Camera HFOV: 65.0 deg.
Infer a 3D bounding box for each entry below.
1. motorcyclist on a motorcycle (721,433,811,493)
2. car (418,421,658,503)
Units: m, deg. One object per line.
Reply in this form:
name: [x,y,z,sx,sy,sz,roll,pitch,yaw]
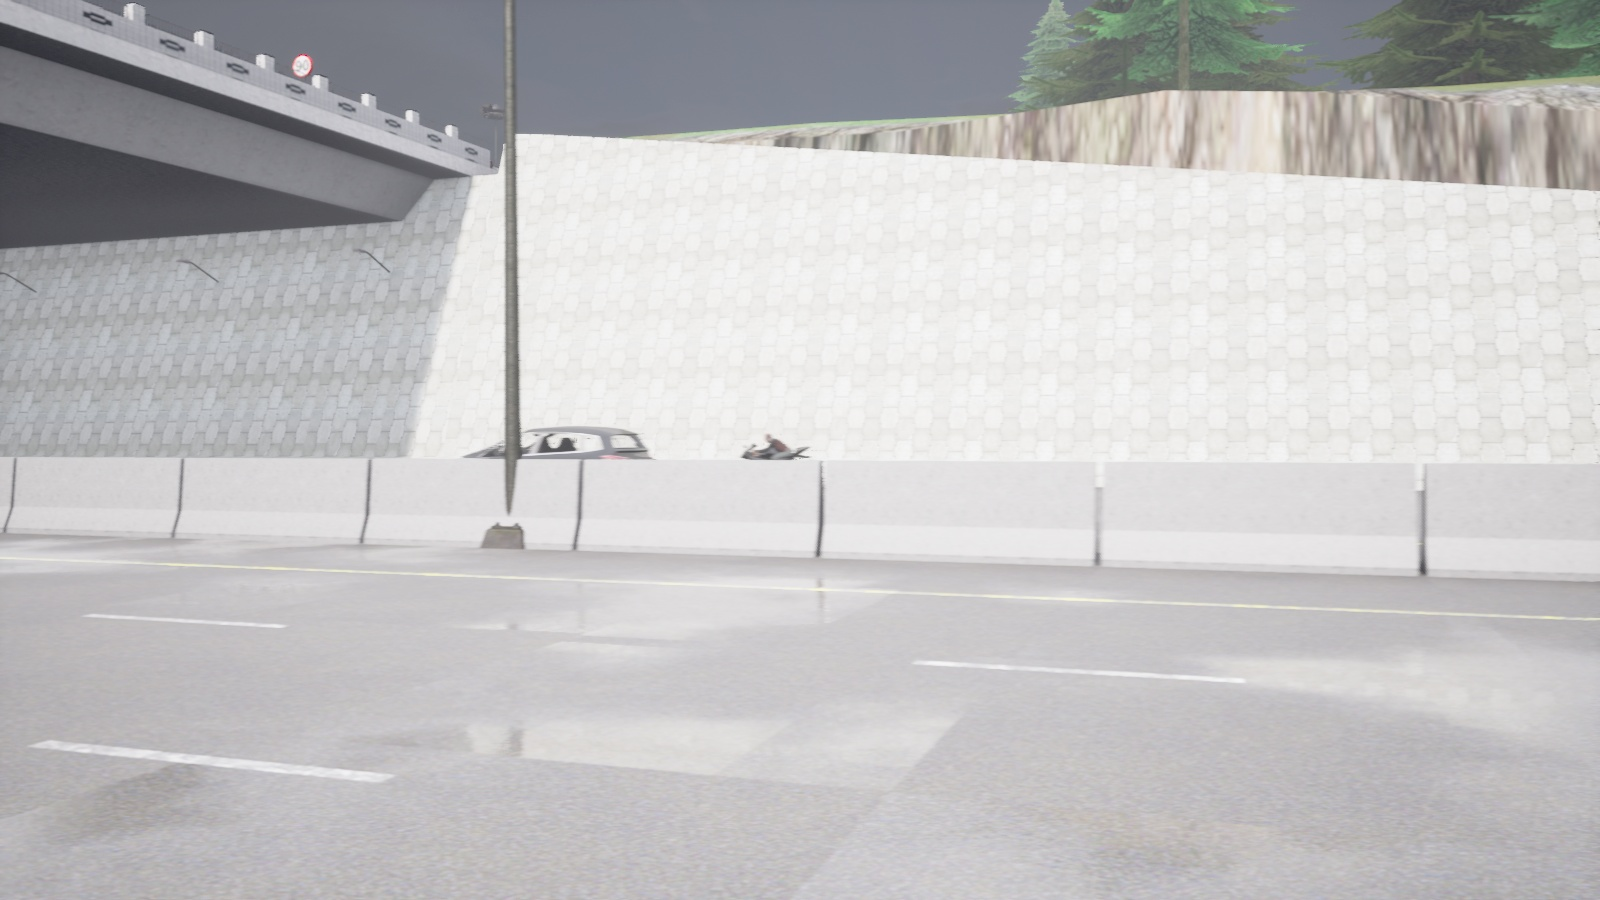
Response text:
motorcyclist on a motorcycle: [-0.891,0.329,33.033,2.191,1.530,0.866,0,1,19]
car: [-5.651,0.213,27.247,4.611,1.667,2.242,1,1,19]
